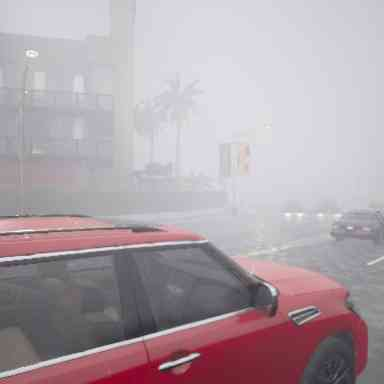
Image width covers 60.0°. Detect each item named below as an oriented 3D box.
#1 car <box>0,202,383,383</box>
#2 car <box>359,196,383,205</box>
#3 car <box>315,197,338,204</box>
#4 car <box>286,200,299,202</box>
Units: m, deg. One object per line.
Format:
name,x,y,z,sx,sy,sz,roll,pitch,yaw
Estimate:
car,-0.780,1.222,2.772,5.566,2.045,2.150,0,0,-37
car,16.732,1.465,30.722,1.882,1.535,5.008,0,0,18
car,14.502,1.334,35.951,2.097,1.767,4.553,0,0,13
car,11.061,1.545,36.556,1.994,1.385,4.181,0,0,14
